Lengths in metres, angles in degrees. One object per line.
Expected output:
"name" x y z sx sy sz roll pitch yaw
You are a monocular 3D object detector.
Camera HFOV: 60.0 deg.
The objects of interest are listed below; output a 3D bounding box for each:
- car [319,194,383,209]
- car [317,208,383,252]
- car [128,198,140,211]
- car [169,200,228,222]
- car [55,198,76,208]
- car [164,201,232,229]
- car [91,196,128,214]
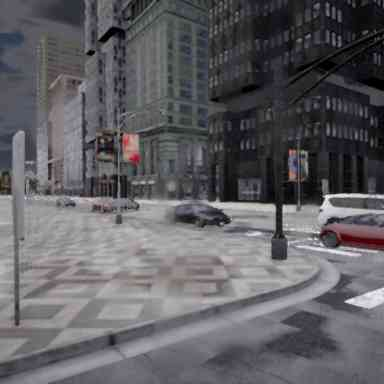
"car" 8.606 1.119 15.400 2.150 2.045 5.566 -1 0 -35
"car" 6.890 1.487 12.210 1.994 1.385 4.181 -1 0 -35
"car" -7.679 1.389 38.359 1.837 1.490 4.892 -1 0 -35
"car" 0.384 1.434 26.975 2.033 1.411 5.357 -1 0 -35
"car" -18.212 1.517 47.730 2.033 1.411 5.357 -1 0 -35
"car" 0.204 1.462 21.621 2.033 1.411 5.357 -1 0 -35
"car" -8.768 1.261 34.268 2.097 1.767 4.553 -1 0 -35
